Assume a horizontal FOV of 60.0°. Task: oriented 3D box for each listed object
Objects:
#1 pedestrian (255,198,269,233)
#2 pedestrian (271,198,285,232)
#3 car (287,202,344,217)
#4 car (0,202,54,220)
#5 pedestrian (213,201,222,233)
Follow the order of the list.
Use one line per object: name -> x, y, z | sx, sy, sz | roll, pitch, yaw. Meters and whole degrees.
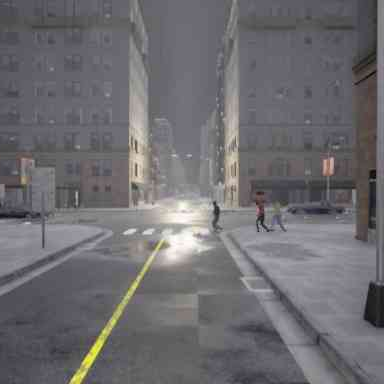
pedestrian -> 3.488, 1.127, 16.591 | 0.375, 1.860, 0.375 | 0, 0, 0
pedestrian -> 4.458, 1.127, 17.190 | 0.375, 1.860, 0.375 | 0, 0, 0
car -> 11.270, 1.557, 30.578 | 4.718, 1.301, 1.895 | 0, 0, 0
car -> -14.238, 1.546, 27.133 | 5.357, 1.411, 2.033 | 0, 0, 0
pedestrian -> 1.294, 1.278, 17.791 | 0.375, 1.860, 0.375 | 0, 0, 0
